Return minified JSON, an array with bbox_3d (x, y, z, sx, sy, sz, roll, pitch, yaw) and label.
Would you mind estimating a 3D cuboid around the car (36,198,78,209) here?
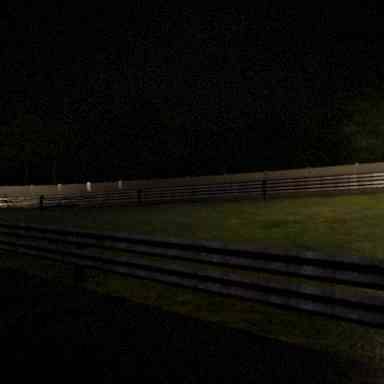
[{"bbox_3d":[-15.118,1.175,37.323,4.892,1.490,1.837,-3,-1,18],"label":"car"}]
